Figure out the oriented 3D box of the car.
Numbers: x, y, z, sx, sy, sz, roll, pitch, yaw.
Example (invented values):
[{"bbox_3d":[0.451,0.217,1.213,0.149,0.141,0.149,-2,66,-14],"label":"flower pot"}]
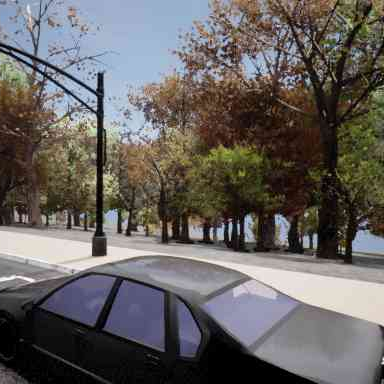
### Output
[{"bbox_3d":[-0.558,1.547,4.076,5.357,1.411,2.033,0,0,35],"label":"car"}]
